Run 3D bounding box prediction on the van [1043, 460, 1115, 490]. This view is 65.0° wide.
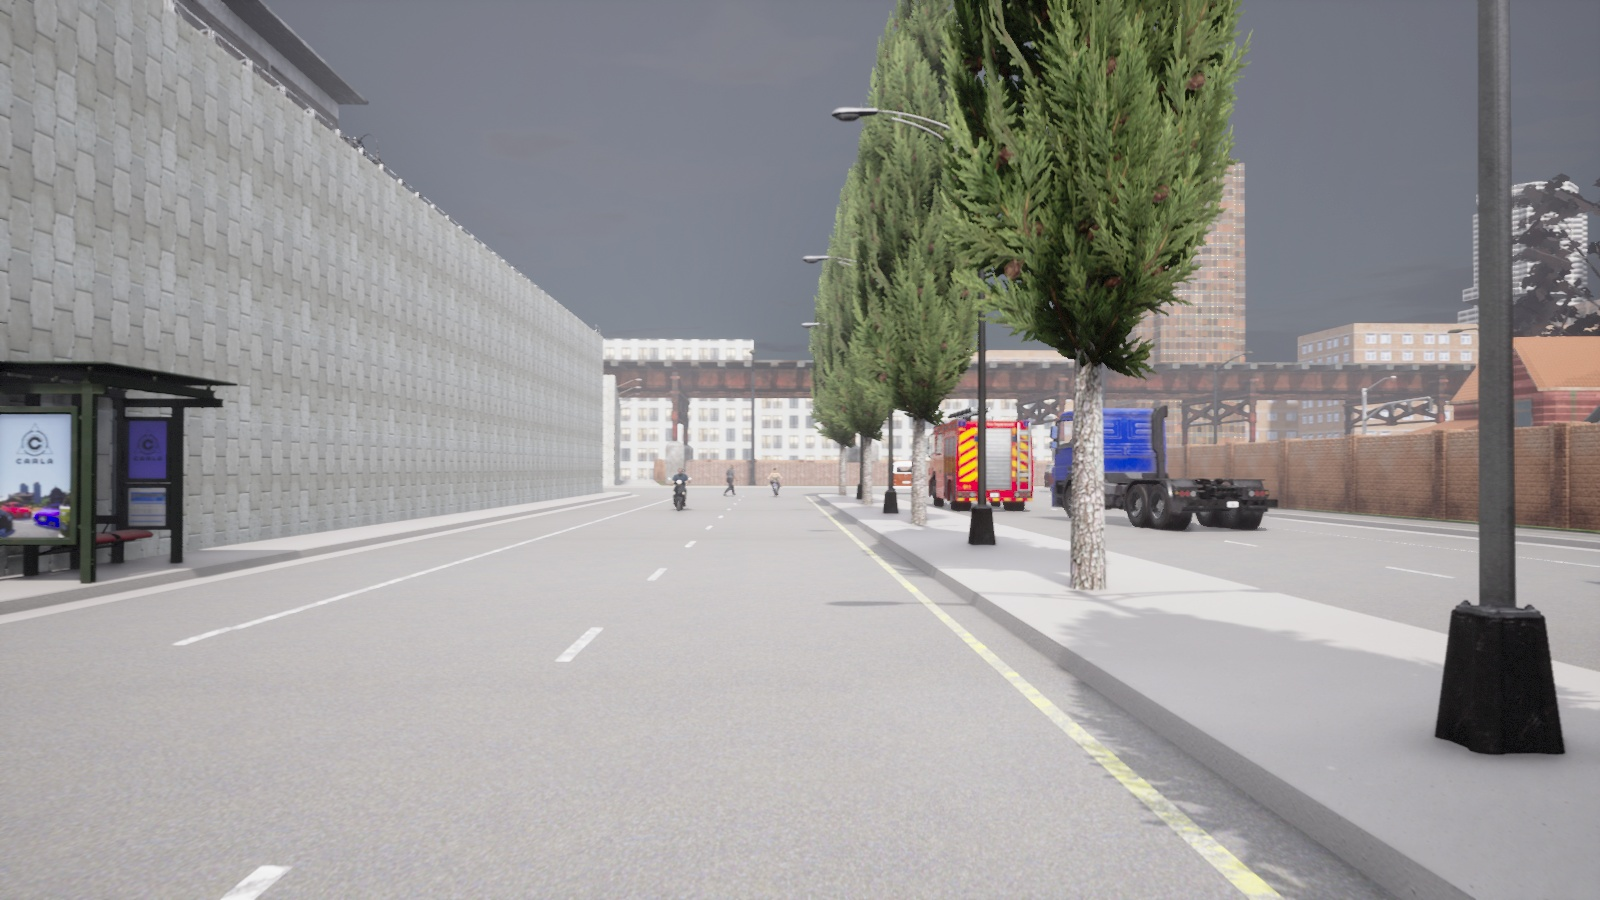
[{"bbox_3d":[18.899,1.718,85.077,4.442,1.987,1.775,0,-1,-1],"label":"van"}]

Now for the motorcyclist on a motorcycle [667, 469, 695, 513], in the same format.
[{"bbox_3d":[-4.361,1.485,46.153,0.866,1.590,1.817,0,-1,-1],"label":"motorcyclist on a motorcycle"}]

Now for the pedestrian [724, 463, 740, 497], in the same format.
[{"bbox_3d":[-3.759,1.646,69.282,0.694,1.848,0.540,0,-1,-38],"label":"pedestrian"}]

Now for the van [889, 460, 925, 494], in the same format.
[{"bbox_3d":[6.667,1.674,78.735,2.069,2.038,4.480,-1,0,3],"label":"van"}]

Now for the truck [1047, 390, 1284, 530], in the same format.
[{"bbox_3d":[9.943,0.301,35.324,2.891,3.462,7.936,0,-1,-13],"label":"truck"}]

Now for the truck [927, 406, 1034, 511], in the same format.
[{"bbox_3d":[7.049,0.357,50.258,2.891,3.827,8.468,0,-1,-1],"label":"truck"}]
